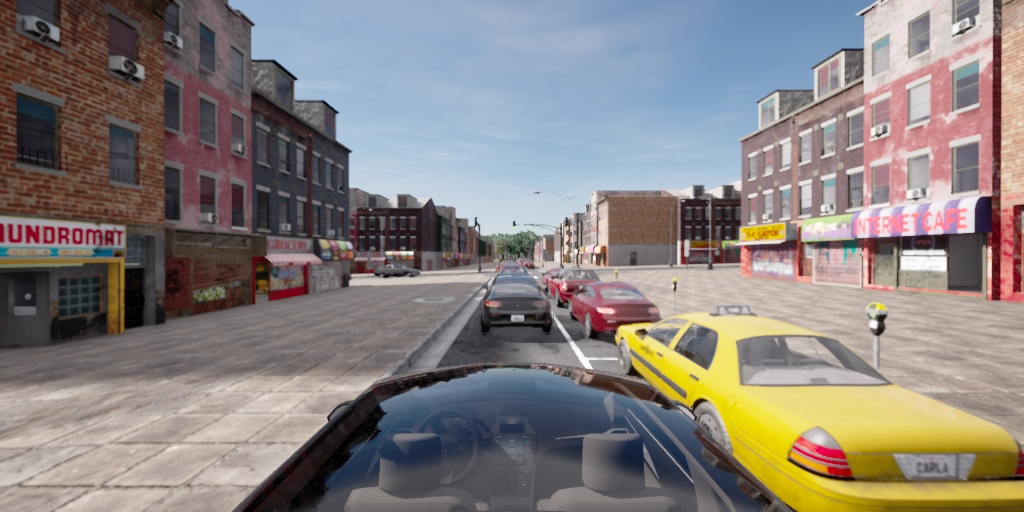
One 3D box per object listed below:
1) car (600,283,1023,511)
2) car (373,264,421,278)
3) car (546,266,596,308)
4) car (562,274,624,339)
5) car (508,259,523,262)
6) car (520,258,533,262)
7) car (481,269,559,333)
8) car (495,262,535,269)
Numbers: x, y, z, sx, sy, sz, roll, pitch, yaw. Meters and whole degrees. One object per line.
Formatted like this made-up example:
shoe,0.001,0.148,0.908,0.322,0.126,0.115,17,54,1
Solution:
car,2.638,1.277,4.547,1.751,1.417,4.829,0,0,0
car,-12.245,1.649,38.299,4.902,1.511,2.128,-2,0,0
car,2.645,1.204,15.310,1.967,1.591,4.097,0,0,0
car,2.641,1.339,9.844,1.802,1.307,4.207,0,0,0
car,-0.532,1.298,35.190,1.882,1.535,5.008,0,0,-9
car,2.673,1.354,58.117,1.967,1.591,4.097,0,0,0
car,0.074,1.284,10.653,1.812,1.442,4.674,0,0,-1
car,0.103,1.265,19.550,2.128,1.511,4.902,0,0,0
